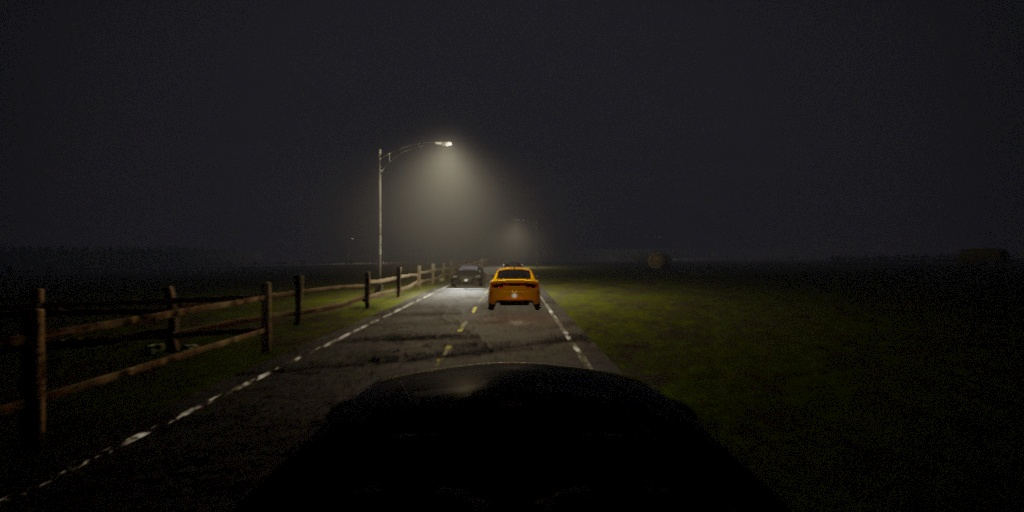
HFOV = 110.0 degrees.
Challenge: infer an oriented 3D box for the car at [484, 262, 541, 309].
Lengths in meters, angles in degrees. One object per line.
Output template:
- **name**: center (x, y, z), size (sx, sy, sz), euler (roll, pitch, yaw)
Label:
- **car**: center (0.088, 1.186, 14.693), size (1.882, 1.535, 5.008), euler (0, 0, 0)

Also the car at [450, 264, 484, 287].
- **car**: center (-2.756, 1.246, 23.485), size (1.994, 1.385, 4.181), euler (0, 0, 0)
